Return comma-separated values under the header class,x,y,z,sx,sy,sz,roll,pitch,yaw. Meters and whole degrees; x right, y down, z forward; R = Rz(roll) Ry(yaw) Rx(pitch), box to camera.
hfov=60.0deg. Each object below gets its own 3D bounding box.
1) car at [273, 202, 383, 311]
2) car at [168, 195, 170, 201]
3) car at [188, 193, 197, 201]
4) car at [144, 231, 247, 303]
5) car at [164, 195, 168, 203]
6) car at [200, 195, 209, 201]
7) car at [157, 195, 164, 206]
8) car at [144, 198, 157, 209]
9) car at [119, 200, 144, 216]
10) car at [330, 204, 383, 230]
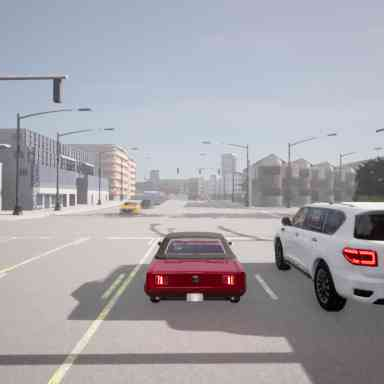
class,x,y,z,sx,sy,sz,roll,pitch,yaw
car,3.565,1.234,7.919,2.150,2.045,5.566,0,0,0
car,-6.980,1.527,89.140,2.097,1.767,4.553,0,0,0
car,0.020,1.389,88.887,2.150,2.045,5.566,0,-1,0
car,0.071,1.617,8.211,1.895,1.301,4.718,0,0,0
car,-6.984,1.753,74.059,1.812,1.442,4.674,0,1,0
car,3.520,1.523,89.240,2.097,1.767,4.553,0,-1,0
car,-7.040,1.865,63.496,2.128,1.511,4.902,0,1,1
car,-7.079,1.917,52.365,1.837,1.490,4.892,0,0,0
car,-6.814,1.763,36.848,1.882,1.535,5.008,0,-1,-4
car,11.868,1.577,21.587,4.902,1.511,2.128,0,-1,3
